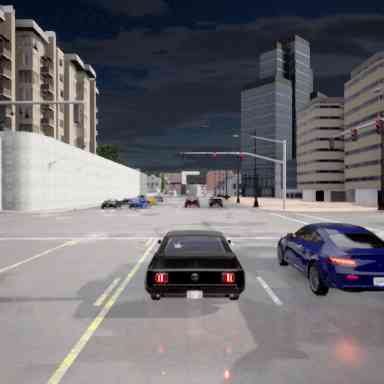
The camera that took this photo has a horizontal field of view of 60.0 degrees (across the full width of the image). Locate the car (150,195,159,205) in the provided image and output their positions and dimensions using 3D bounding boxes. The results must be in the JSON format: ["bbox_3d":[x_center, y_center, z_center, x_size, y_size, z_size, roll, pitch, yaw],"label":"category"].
[{"bbox_3d":[-7.173,1.420,55.722,1.882,1.535,5.008,0,0,0],"label":"car"}]

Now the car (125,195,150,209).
[{"bbox_3d":[-7.165,1.435,44.389,1.882,1.535,5.008,0,0,0],"label":"car"}]

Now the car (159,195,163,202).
[{"bbox_3d":[-7.115,1.446,70.284,2.128,1.511,4.902,0,0,0],"label":"car"}]

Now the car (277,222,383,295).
[{"bbox_3d":[3.563,1.508,8.538,1.812,1.442,4.674,0,0,0],"label":"car"}]

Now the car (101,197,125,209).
[{"bbox_3d":[-10.665,1.529,44.097,1.994,1.385,4.181,0,0,0],"label":"car"}]

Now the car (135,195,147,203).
[{"bbox_3d":[-10.614,1.431,69.440,1.837,1.490,4.892,0,0,0],"label":"car"}]

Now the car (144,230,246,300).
[{"bbox_3d":[0.062,1.591,8.311,1.895,1.301,4.718,0,0,0],"label":"car"}]

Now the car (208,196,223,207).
[{"bbox_3d":[3.518,1.431,49.914,1.837,1.490,4.892,0,0,0],"label":"car"}]

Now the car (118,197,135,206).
[{"bbox_3d":[-10.679,1.552,54.438,1.895,1.301,4.718,0,0,0],"label":"car"}]

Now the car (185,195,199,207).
[{"bbox_3d":[0.018,1.287,49.570,2.097,1.767,4.553,0,0,0],"label":"car"}]
